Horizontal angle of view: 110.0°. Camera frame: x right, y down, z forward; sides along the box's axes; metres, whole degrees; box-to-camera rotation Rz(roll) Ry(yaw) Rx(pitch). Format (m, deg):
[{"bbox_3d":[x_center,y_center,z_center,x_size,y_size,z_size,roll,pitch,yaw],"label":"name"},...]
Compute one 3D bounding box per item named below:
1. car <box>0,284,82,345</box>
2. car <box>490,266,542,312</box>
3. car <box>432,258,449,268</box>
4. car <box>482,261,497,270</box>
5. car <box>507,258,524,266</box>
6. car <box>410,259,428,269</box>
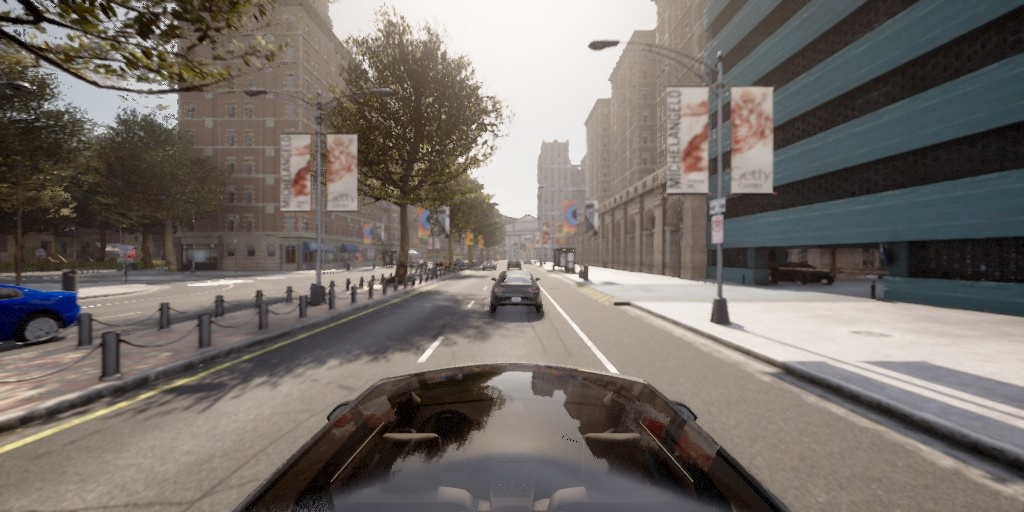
[{"bbox_3d":[-11.552,1.226,6.665,1.882,1.535,5.008,0,0,1],"label":"car"},{"bbox_3d":[0.148,1.279,14.204,1.812,1.442,4.674,0,0,0],"label":"car"},{"bbox_3d":[-11.334,1.115,57.415,2.097,1.767,4.553,0,0,1],"label":"car"},{"bbox_3d":[-3.197,1.364,52.303,1.895,1.301,4.718,0,0,0],"label":"car"},{"bbox_3d":[0.307,1.117,53.292,2.097,1.767,4.553,0,0,0],"label":"car"},{"bbox_3d":[-14.832,1.254,57.310,2.128,1.511,4.902,0,0,1],"label":"car"}]
